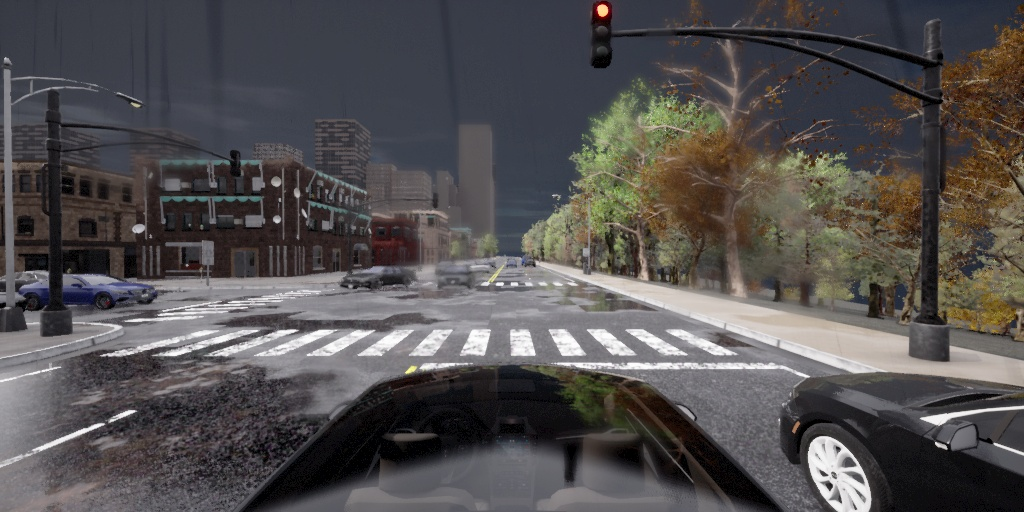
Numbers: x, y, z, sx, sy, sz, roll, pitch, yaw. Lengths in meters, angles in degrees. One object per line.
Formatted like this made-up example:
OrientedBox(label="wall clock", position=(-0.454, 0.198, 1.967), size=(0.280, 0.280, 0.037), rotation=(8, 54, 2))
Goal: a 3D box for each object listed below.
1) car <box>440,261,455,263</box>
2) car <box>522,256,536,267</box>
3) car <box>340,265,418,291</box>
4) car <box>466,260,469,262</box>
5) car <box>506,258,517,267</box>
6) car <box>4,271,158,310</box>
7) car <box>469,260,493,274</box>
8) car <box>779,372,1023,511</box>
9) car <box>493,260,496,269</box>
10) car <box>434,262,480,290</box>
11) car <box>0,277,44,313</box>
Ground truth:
OrientedBox(label="car", position=(-6.687, 1.241, 36.899), size=(1.837, 1.490, 4.892), rotation=(0, 1, 0))
OrientedBox(label="car", position=(3.197, 1.231, 63.632), size=(1.837, 1.490, 4.892), rotation=(0, 0, 0))
OrientedBox(label="car", position=(-8.046, 1.295, 22.386), size=(2.033, 1.411, 5.357), rotation=(0, 0, 20))
OrientedBox(label="car", position=(-6.715, 1.330, 57.904), size=(1.895, 1.301, 4.718), rotation=(0, 0, 0))
OrientedBox(label="car", position=(-0.053, 1.273, 63.930), size=(2.033, 1.411, 5.357), rotation=(0, 0, 0))
OrientedBox(label="car", position=(-18.096, 1.475, 15.346), size=(4.674, 1.442, 1.812), rotation=(-1, 1, -1))
OrientedBox(label="car", position=(-3.446, 1.338, 40.341), size=(1.895, 1.301, 4.718), rotation=(0, 0, 0))
OrientedBox(label="car", position=(3.366, 1.255, 1.232), size=(1.837, 1.490, 4.892), rotation=(0, 0, -2))
OrientedBox(label="car", position=(-3.470, 1.277, 55.616), size=(2.033, 1.411, 5.357), rotation=(0, 0, 0))
OrientedBox(label="car", position=(-3.403, 1.309, 22.621), size=(1.994, 1.385, 4.181), rotation=(0, 0, 0))
OrientedBox(label="car", position=(-19.974, 1.564, 12.606), size=(4.313, 1.339, 1.948), rotation=(0, 0, 0))
